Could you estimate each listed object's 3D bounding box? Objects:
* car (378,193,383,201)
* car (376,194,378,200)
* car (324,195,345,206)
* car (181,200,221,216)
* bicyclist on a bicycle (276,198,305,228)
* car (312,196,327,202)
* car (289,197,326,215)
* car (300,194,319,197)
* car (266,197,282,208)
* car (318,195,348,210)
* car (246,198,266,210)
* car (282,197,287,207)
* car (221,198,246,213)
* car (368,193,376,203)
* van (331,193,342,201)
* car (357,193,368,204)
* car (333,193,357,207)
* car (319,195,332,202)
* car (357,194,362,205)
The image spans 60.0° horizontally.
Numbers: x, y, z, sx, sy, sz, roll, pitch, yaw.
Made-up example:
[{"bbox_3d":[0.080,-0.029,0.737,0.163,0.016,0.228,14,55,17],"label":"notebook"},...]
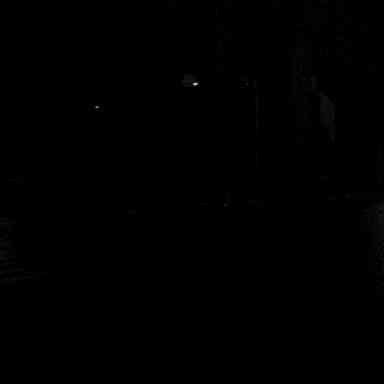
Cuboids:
[{"bbox_3d":[42.968,1.359,77.786,1.802,1.307,4.206,-1,0,35],"label":"car"},{"bbox_3d":[36.642,1.303,68.657,1.752,1.417,4.829,-1,0,35],"label":"car"},{"bbox_3d":[22.911,1.321,53.350,2.128,1.511,4.902,-1,0,35],"label":"car"},{"bbox_3d":[0.636,1.525,31.664,1.802,1.307,4.206,0,0,35],"label":"car"},{"bbox_3d":[5.379,1.177,18.341,1.656,1.620,0.582,-1,0,35],"label":"bicyclist on a bicycle"},{"bbox_3d":[26.333,1.419,68.747,1.947,1.339,4.313,0,0,35],"label":"car"},{"bbox_3d":[10.852,1.425,31.439,1.947,1.339,4.313,0,0,35],"label":"car"},{"bbox_3d":[15.835,1.343,43.136,2.128,1.511,4.902,-1,0,35],"label":"car"},{"bbox_3d":[10.175,1.427,45.429,1.752,1.417,4.829,0,0,35],"label":"car"},{"bbox_3d":[17.275,1.377,40.709,1.887,1.381,4.507,0,0,35],"label":"car"},{"bbox_3d":[7.060,1.495,40.934,1.802,1.307,4.206,0,0,35],"label":"car"},{"bbox_3d":[13.484,1.456,50.205,1.947,1.339,4.313,0,0,35],"label":"car"},{"bbox_3d":[3.847,1.367,36.298,1.967,1.590,4.097,0,0,35],"label":"car"},{"bbox_3d":[33.333,1.100,63.883,2.192,1.841,5.009,0,0,35],"label":"car"},{"bbox_3d":[35.967,1.187,82.653,1.690,1.788,3.998,-1,0,35],"label":"van"},{"bbox_3d":[26.909,1.118,54.613,2.192,1.841,5.009,0,0,35],"label":"car"},{"bbox_3d":[20.486,1.137,45.345,2.192,1.841,5.009,0,0,35],"label":"car"},{"bbox_3d":[29.545,1.428,73.381,1.802,1.307,4.206,0,0,35],"label":"car"},{"bbox_3d":[23.698,1.378,49.978,1.947,1.339,4.313,0,0,35],"label":"car"}]
